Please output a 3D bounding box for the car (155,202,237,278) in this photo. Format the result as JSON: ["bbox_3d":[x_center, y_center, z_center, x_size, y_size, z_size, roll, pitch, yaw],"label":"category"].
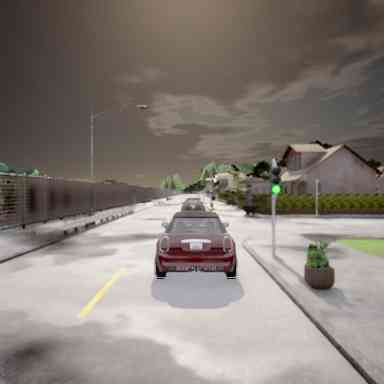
[{"bbox_3d":[0.109,1.348,10.273,2.097,1.767,4.553,0,0,0],"label":"car"}]

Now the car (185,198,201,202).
[{"bbox_3d":[0.102,1.338,31.396,2.097,1.767,4.553,0,0,0],"label":"car"}]
